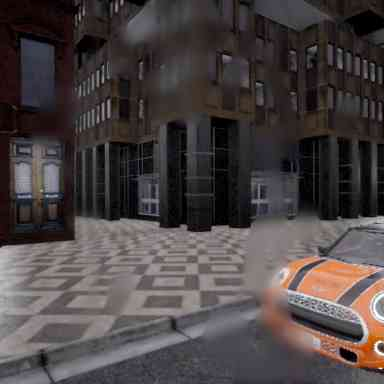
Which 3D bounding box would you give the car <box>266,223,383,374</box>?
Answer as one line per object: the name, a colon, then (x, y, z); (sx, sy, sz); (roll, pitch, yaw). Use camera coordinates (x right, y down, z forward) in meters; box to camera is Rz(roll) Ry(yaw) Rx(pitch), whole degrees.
car: (3.377, 1.358, 5.669); (4.553, 1.767, 2.097); (0, 0, -36)
